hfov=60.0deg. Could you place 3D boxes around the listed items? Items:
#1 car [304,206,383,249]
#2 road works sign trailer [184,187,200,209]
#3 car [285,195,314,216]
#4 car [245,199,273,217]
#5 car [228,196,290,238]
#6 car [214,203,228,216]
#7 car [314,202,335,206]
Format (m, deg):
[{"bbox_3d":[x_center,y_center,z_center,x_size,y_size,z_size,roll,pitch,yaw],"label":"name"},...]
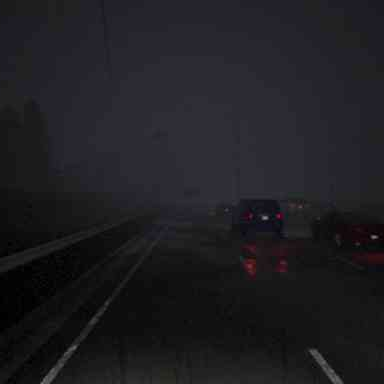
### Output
[{"bbox_3d":[7.100,1.622,15.428,1.882,1.535,5.008,0,-1,0],"label":"car"},{"bbox_3d":[-0.003,0.961,53.511,2.380,3.560,2.880,0,-1,0],"label":"road works sign trailer"},{"bbox_3d":[10.598,1.549,35.195,2.150,2.045,5.566,0,-1,0],"label":"car"},{"bbox_3d":[7.099,1.684,35.698,2.097,1.767,4.553,0,-1,0],"label":"car"},{"bbox_3d":[3.598,1.399,19.026,2.150,2.045,5.566,0,-1,0],"label":"car"},{"bbox_3d":[3.599,1.906,36.757,1.994,1.385,4.181,0,-1,0],"label":"car"},{"bbox_3d":[14.099,1.827,35.973,2.128,1.511,4.902,0,-1,0],"label":"car"}]
